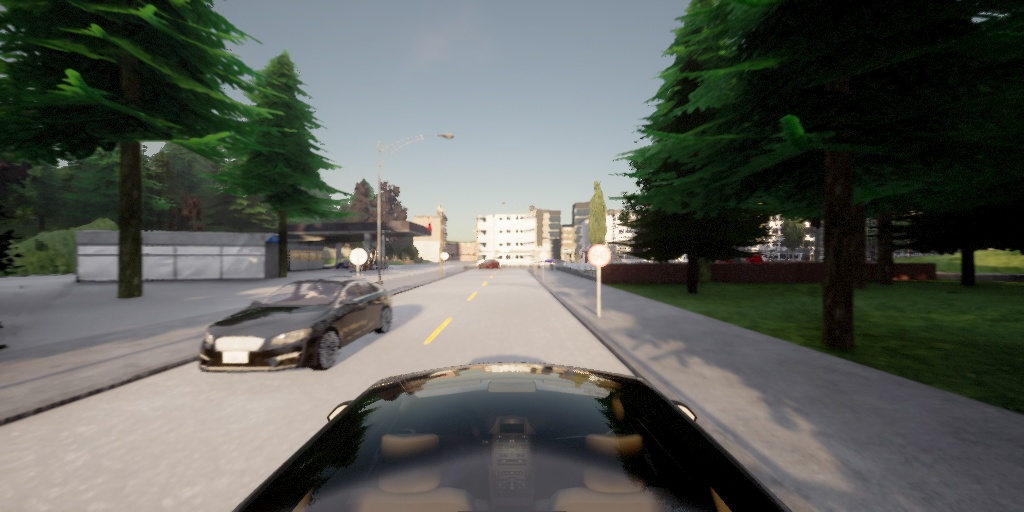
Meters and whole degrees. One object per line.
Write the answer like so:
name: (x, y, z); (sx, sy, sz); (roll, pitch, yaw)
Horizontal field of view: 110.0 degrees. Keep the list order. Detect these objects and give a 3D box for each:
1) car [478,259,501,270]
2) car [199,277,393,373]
car: (-3.314, 1.234, 52.800); (1.882, 1.535, 5.008); (0, 0, 21)
car: (-4.099, 1.244, 7.769); (2.128, 1.511, 4.902); (0, 0, 0)
